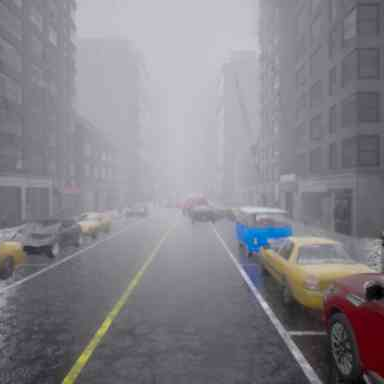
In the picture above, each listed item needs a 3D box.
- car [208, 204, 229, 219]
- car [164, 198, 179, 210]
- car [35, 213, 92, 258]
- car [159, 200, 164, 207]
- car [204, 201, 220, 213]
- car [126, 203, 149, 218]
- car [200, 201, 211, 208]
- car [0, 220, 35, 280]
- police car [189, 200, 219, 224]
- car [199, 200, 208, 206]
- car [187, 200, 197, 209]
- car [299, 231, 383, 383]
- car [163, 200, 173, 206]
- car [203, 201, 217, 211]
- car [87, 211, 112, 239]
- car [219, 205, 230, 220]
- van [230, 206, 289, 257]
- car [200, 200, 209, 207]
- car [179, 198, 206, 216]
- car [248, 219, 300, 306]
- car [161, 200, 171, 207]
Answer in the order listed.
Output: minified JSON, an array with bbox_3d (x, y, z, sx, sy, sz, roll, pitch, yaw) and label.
[{"bbox_3d":[2.754,2.001,35.484,1.887,1.381,4.507,-1,-1,0],"label":"car"},{"bbox_3d":[-3.048,1.973,57.406,2.150,2.045,5.566,0,-1,1],"label":"car"},{"bbox_3d":[-5.771,1.736,13.465,1.947,1.339,4.313,-1,-1,0],"label":"car"},{"bbox_3d":[-5.771,2.345,68.513,1.967,1.590,4.097,-1,-1,0],"label":"car"},{"bbox_3d":[2.753,2.044,46.494,1.967,1.590,4.097,-1,-1,0],"label":"car"},{"bbox_3d":[-5.772,1.897,35.485,1.967,1.590,4.097,-1,-1,0],"label":"car"},{"bbox_3d":[2.756,2.470,68.511,1.947,1.339,4.313,-1,-1,0],"label":"car"},{"bbox_3d":[-5.772,1.624,7.790,1.752,1.417,4.829,-1,-1,0],"label":"car"},{"bbox_3d":[0.901,1.785,28.192,1.930,1.638,5.238,0,-1,0],"label":"police car"},{"bbox_3d":[2.756,2.602,79.521,1.887,1.381,4.507,-1,-1,0],"label":"car"},{"bbox_3d":[0.004,2.346,64.017,1.837,1.490,4.892,0,-1,0],"label":"car"},{"bbox_3d":[2.750,1.347,2.459,2.192,1.841,5.009,-1,-1,0],"label":"car"},{"bbox_3d":[-5.769,2.608,79.521,2.008,1.369,4.403,-1,-1,0],"label":"car"},{"bbox_3d":[2.755,2.223,51.998,1.887,1.381,4.507,-1,-1,0],"label":"car"},{"bbox_3d":[-5.772,1.763,18.801,1.752,1.417,4.829,-1,-1,0],"label":"car"},{"bbox_3d":[2.754,1.934,29.978,2.008,1.369,4.403,-1,-1,0],"label":"car"},{"bbox_3d":[2.751,1.511,13.467,1.690,1.788,3.998,-1,-1,0],"label":"van"},{"bbox_3d":[2.756,2.525,74.016,1.887,1.381,4.507,-1,-1,0],"label":"car"},{"bbox_3d":[0.337,1.699,37.875,2.150,2.045,5.566,-1,-1,-12],"label":"car"},{"bbox_3d":[2.753,1.628,8.131,1.752,1.417,4.829,-1,-1,0],"label":"car"},{"bbox_3d":[-5.769,2.547,74.016,1.947,1.339,4.313,-1,-1,0],"label":"car"}]
